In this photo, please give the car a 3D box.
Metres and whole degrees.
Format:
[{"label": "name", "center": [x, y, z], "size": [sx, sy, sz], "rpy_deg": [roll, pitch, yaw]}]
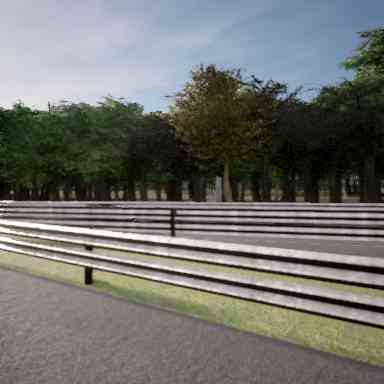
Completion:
[{"label": "car", "center": [-5.441, 1.367, 18.537], "size": [4.181, 1.385, 1.994], "rpy_deg": [0, 0, 22]}]
